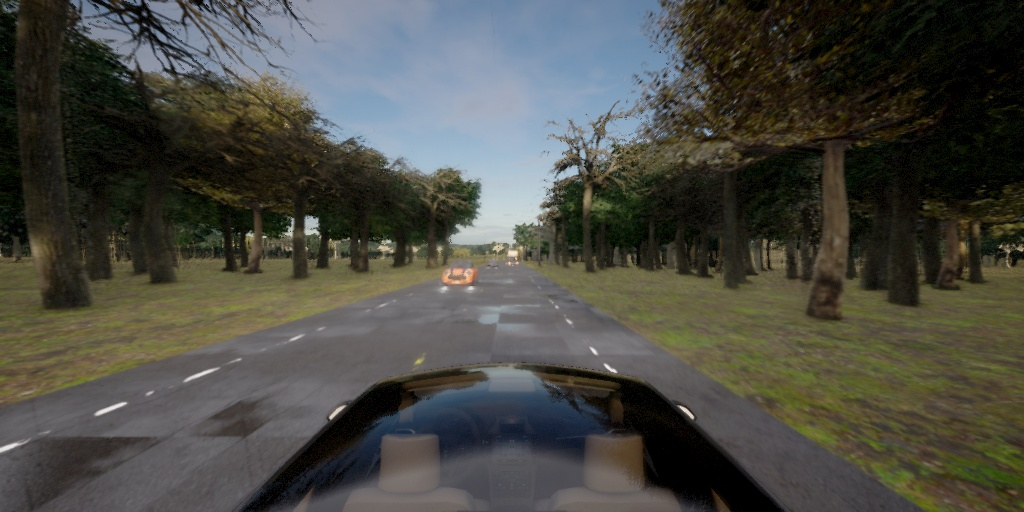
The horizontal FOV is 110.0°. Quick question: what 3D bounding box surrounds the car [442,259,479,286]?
[{"bbox_3d":[-3.579,1.116,25.585,2.097,1.767,4.553,0,0,0],"label":"car"}]
